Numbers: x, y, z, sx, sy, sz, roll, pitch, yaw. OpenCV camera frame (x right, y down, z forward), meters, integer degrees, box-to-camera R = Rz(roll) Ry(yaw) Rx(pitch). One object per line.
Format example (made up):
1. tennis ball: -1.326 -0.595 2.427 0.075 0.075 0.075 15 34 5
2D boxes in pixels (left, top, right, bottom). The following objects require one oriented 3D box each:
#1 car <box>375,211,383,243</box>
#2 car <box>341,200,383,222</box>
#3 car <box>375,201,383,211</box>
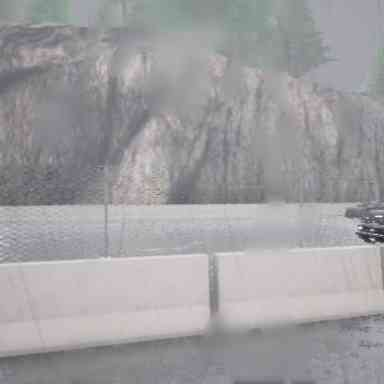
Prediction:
1. car: 9.388 1.593 14.027 4.718 1.301 1.895 0 0 -16
2. car: 14.657 1.460 26.666 5.008 1.535 1.882 0 0 -19
3. car: 13.895 1.491 22.731 4.892 1.490 1.837 0 0 -18
